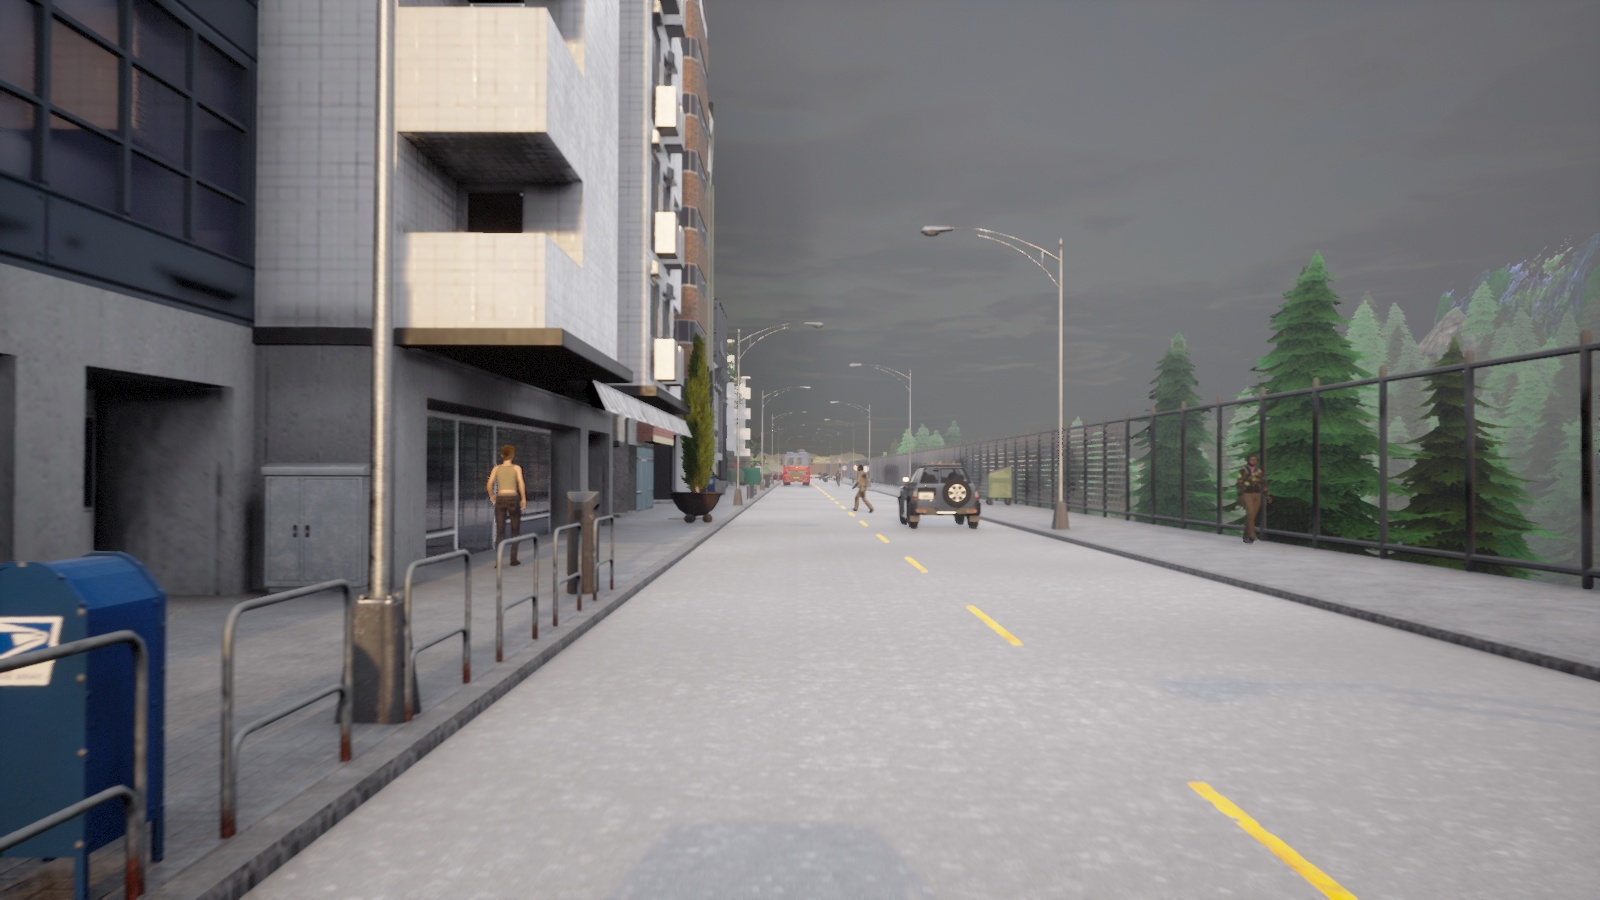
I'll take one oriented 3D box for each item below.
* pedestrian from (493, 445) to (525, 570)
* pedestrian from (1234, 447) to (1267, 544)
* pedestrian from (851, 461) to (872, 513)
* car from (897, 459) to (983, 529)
[{"bbox_3d":[-4.337,0.856,18.755,0.345,1.836,0.594,0,-1,0],"label":"pedestrian"},{"bbox_3d":[9.119,0.914,25.445,0.395,1.930,0.692,0,-1,-1],"label":"pedestrian"},{"bbox_3d":[2.296,1.389,46.827,0.692,1.930,0.396,-1,-1,26],"label":"pedestrian"},{"bbox_3d":[3.906,1.215,35.814,1.932,1.855,4.605,0,-1,0],"label":"car"}]
